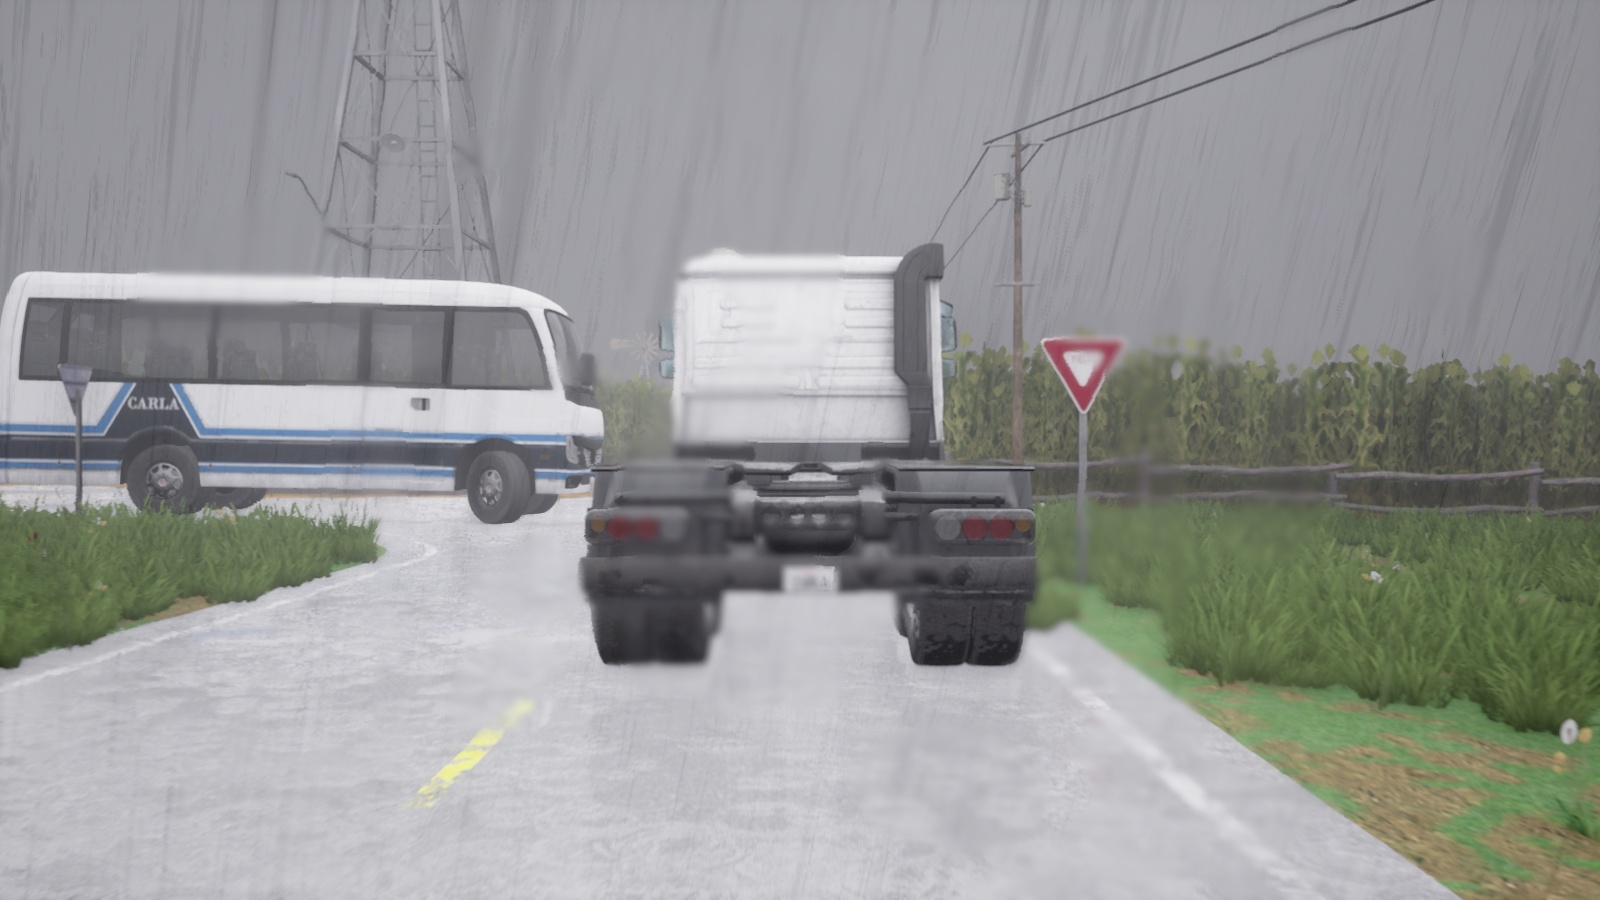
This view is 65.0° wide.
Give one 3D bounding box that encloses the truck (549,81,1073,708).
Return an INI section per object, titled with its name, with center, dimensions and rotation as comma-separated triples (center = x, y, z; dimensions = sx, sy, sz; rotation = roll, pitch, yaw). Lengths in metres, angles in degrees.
[truck]
center = 0.079, -0.340, 10.912
dimensions = 2.891, 3.462, 7.936
rotation = 0, 1, 0

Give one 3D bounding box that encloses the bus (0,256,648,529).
[bus]
center = -8.146, -0.944, 22.626
dimensions = 10.273, 4.253, 3.944
rotation = 1, 0, 0
